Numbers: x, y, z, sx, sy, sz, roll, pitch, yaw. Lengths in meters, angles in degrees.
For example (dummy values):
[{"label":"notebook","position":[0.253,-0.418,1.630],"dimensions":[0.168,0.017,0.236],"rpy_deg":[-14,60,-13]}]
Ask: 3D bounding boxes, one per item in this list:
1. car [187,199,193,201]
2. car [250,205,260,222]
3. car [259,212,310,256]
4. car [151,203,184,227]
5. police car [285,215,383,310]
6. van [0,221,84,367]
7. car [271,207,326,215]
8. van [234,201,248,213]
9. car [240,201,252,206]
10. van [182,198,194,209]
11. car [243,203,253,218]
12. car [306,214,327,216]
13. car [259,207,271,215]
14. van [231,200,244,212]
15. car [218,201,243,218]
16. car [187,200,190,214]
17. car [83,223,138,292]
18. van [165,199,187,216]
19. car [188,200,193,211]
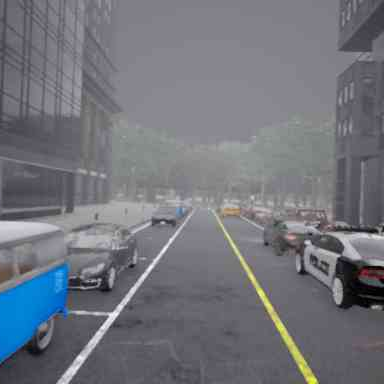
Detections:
[{"label":"car","position":[-1.100,2.056,46.766],"dimensions":[1.752,1.417,4.829],"rpy_deg":[2,-1,2]},{"label":"car","position":[6.798,2.163,30.474],"dimensions":[1.752,1.417,4.829],"rpy_deg":[2,-1,2]},{"label":"car","position":[4.320,1.871,14.469],"dimensions":[1.812,1.442,4.674],"rpy_deg":[2,-1,2]},{"label":"car","position":[-1.932,1.797,25.203],"dimensions":[1.947,1.339,4.313],"rpy_deg":[2,-1,2]},{"label":"police car","position":[4.097,1.690,8.585],"dimensions":[1.930,1.638,5.238],"rpy_deg":[2,-1,2]},{"label":"van","position":[-2.760,1.275,3.473],"dimensions":[1.690,1.788,3.998],"rpy_deg":[2,-1,2]},{"label":"car","position":[6.381,1.801,19.440],"dimensions":[2.192,1.841,5.009],"rpy_deg":[2,-1,2]},{"label":"van","position":[7.635,2.281,52.038],"dimensions":[1.690,1.788,3.998],"rpy_deg":[2,-1,2]},{"label":"car","position":[7.213,2.227,41.171],"dimensions":[1.967,1.590,4.097],"rpy_deg":[2,-1,2]},{"label":"van","position":[-0.669,2.028,57.804],"dimensions":[1.690,1.788,3.998],"rpy_deg":[2,-1,2]},{"label":"car","position":[7.000,2.256,35.737],"dimensions":[1.887,1.381,4.507],"rpy_deg":[2,-1,2]},{"label":"car","position":[6.170,1.939,14.175],"dimensions":[1.752,1.417,4.829],"rpy_deg":[2,-1,2]},{"label":"car","position":[6.581,2.111,24.870],"dimensions":[2.008,1.369,4.403],"rpy_deg":[2,-1,2]},{"label":"van","position":[7.844,2.358,57.471],"dimensions":[1.690,1.788,3.998],"rpy_deg":[2,-1,2]},{"label":"car","position":[4.364,2.115,38.135],"dimensions":[1.882,1.535,5.008],"rpy_deg":[2,-1,3]},{"label":"car","position":[-1.518,1.904,35.900],"dimensions":[1.752,1.417,4.829],"rpy_deg":[2,-1,2]},{"label":"car","position":[-2.559,1.559,8.904],"dimensions":[2.008,1.369,4.403],"rpy_deg":[2,-1,2]},{"label":"van","position":[-1.714,1.647,30.639],"dimensions":[1.690,1.788,3.998],"rpy_deg":[2,-1,2]},{"label":"car","position":[-1.304,2.023,41.502],"dimensions":[1.947,1.339,4.313],"rpy_deg":[2,-1,2]}]
